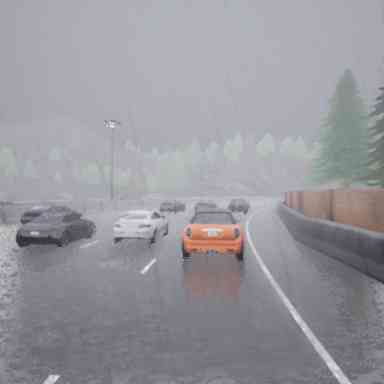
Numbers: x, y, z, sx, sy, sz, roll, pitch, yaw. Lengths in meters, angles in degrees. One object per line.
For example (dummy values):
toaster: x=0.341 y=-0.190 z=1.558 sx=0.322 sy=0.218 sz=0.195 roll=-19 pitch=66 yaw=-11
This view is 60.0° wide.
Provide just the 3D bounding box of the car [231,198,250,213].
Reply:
car: x=5.248 y=1.472 z=36.797 sx=2.097 sy=1.767 sz=4.553 roll=0 pitch=0 yaw=15

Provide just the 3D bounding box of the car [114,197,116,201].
car: x=-14.930 y=1.392 z=73.444 sx=2.150 sy=2.045 sz=5.566 roll=0 pitch=0 yaw=25

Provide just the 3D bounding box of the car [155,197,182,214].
car: x=-2.049 y=1.591 z=36.605 sx=2.128 sy=1.511 sz=4.902 roll=0 pitch=0 yaw=14

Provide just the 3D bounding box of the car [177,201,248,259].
car: x=0.859 y=1.392 z=12.931 sx=2.097 sy=1.767 sz=4.553 roll=0 pitch=0 yaw=5

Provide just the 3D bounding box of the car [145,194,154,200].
car: x=-7.971 y=1.406 z=71.773 sx=2.150 sy=2.045 sz=5.566 roll=0 pitch=0 yaw=25

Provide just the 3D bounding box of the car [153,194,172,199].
car: x=-5.422 y=1.539 z=68.998 sx=2.097 sy=1.767 sz=4.553 roll=0 pitch=0 yaw=25

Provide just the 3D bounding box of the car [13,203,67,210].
car: x=-8.725 y=1.542 z=21.065 sx=1.837 sy=1.490 sz=4.892 roll=0 pitch=0 yaw=8

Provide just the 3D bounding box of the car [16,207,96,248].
car: x=-5.951 y=1.591 z=15.030 sx=1.994 sy=1.385 sz=4.181 roll=0 pitch=0 yaw=6

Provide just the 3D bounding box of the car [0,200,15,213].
car: x=-17.969 y=1.544 z=30.444 sx=1.837 sy=1.490 sz=4.892 roll=0 pitch=0 yaw=11

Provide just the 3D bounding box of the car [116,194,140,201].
car: x=-12.903 y=1.705 z=69.470 sx=2.033 sy=1.411 sz=5.357 roll=0 pitch=0 yaw=23

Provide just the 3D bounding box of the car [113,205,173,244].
car: x=-2.339 y=1.566 z=15.995 sx=1.812 sy=1.442 sz=4.674 roll=0 pitch=0 yaw=6
